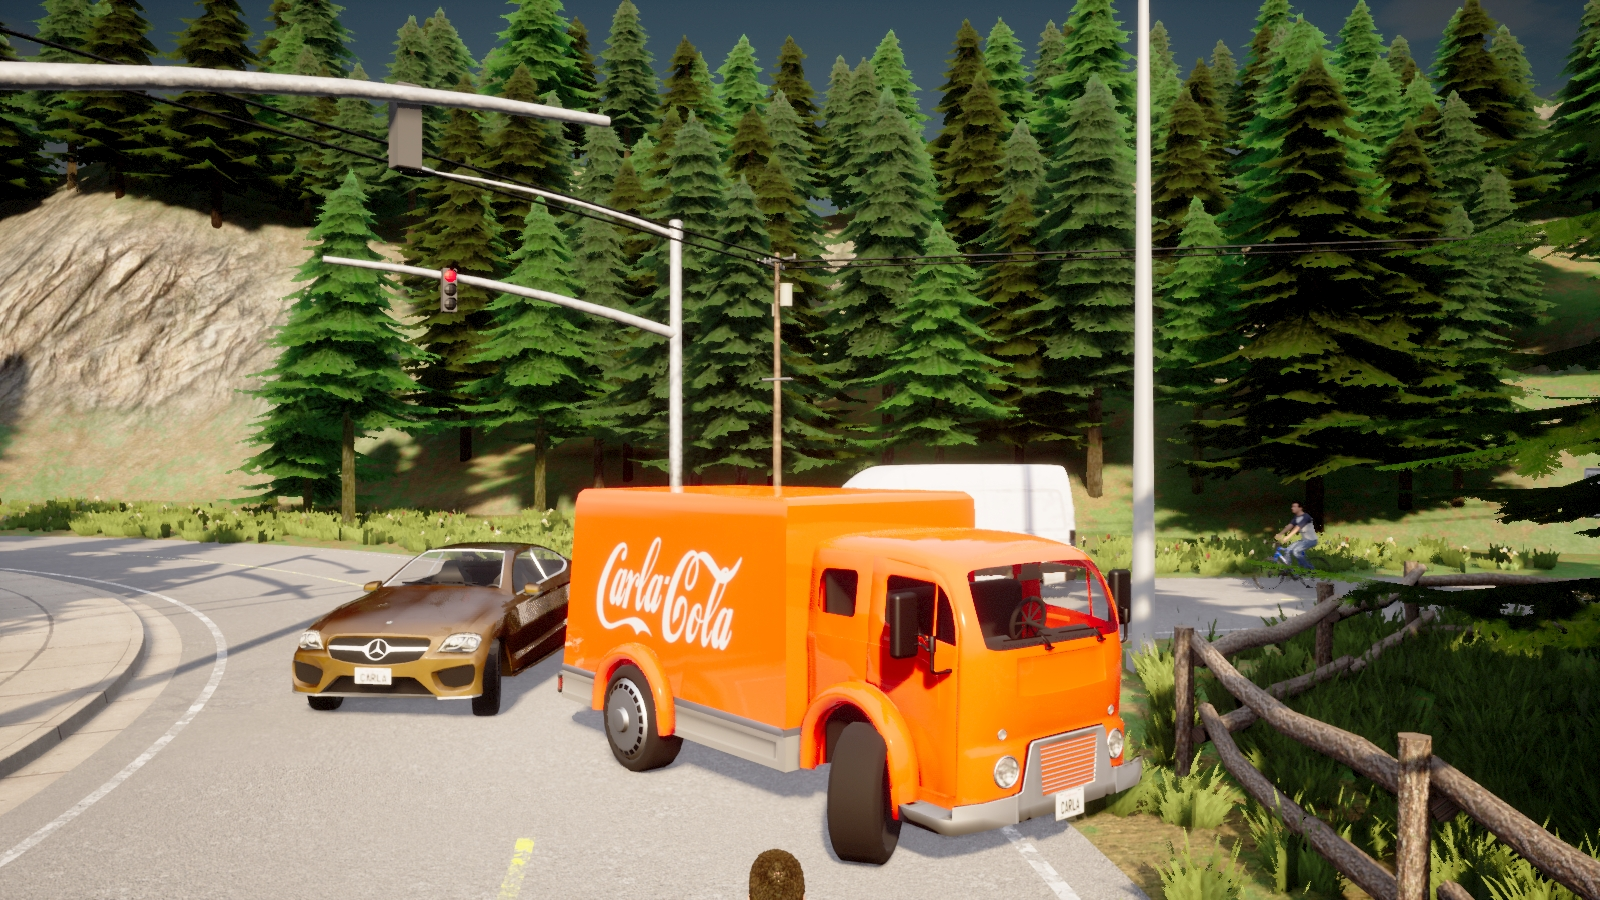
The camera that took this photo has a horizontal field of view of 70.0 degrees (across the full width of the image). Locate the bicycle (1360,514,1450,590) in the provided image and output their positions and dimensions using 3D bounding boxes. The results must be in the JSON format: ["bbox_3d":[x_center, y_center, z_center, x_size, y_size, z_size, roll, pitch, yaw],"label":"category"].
[{"bbox_3d":[12.233,2.056,23.114,1.643,1.496,0.373,0,1,-3],"label":"bicycle"}]

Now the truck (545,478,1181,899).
[{"bbox_3d":[0.202,1.542,9.769,2.627,2.467,5.204,0,0,-39],"label":"truck"}]

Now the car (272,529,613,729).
[{"bbox_3d":[-4.038,1.970,14.038,2.152,1.651,5.027,0,0,6],"label":"car"}]

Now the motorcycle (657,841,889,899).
[{"bbox_3d":[-0.074,2.159,3.526,0.803,1.199,2.033,0,0,-2],"label":"motorcycle"}]

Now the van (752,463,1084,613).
[{"bbox_3d":[2.202,1.534,21.521,5.915,2.561,1.988,0,0,-16],"label":"van"}]
